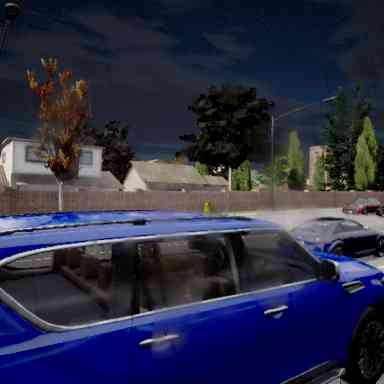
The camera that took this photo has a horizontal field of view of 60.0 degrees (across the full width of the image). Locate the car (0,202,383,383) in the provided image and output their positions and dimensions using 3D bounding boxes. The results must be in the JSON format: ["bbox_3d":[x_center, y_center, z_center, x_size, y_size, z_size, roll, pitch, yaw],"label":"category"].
[{"bbox_3d":[0.033,1.223,3.646,5.566,2.045,2.150,0,0,-35],"label":"car"}]

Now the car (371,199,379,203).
[{"bbox_3d":[18.365,1.578,29.861,4.181,1.385,1.994,0,0,-35],"label":"car"}]

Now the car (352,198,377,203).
[{"bbox_3d":[17.025,1.366,33.203,4.553,1.767,2.097,0,0,-35],"label":"car"}]
